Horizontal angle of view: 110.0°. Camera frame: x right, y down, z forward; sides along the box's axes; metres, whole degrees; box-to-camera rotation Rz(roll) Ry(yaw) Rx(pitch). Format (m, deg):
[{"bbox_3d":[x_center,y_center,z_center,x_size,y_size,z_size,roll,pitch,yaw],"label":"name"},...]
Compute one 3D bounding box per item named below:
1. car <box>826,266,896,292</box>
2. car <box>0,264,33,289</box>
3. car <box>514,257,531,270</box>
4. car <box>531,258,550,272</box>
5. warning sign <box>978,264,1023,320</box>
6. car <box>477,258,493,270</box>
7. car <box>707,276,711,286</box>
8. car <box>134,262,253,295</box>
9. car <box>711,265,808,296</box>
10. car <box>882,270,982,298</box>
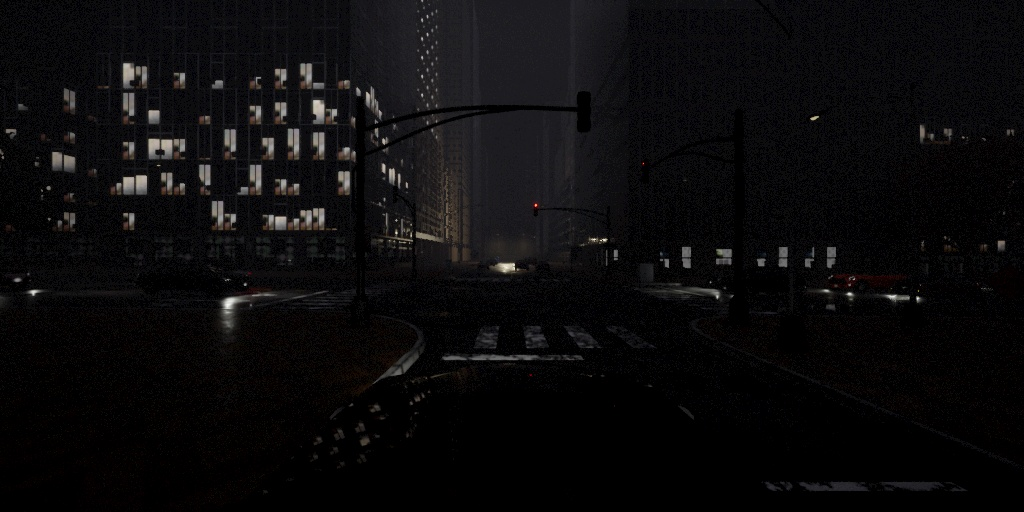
[{"bbox_3d":[25.217,1.580,25.526,4.553,1.767,2.097,1,0,-3],"label":"car"},{"bbox_3d":[-25.296,0.802,16.457,4.902,1.511,2.128,1,0,-3],"label":"car"},{"bbox_3d":[1.354,1.238,51.581,1.882,1.535,5.008,0,0,0],"label":"car"},{"bbox_3d":[3.905,1.329,46.238,1.948,1.339,4.313,0,0,0],"label":"car"},{"bbox_3d":[17.269,1.204,12.442,1.060,1.860,1.300,0,0,-3],"label":"warning sign"},{"bbox_3d":[-4.051,1.342,51.726,1.802,1.307,4.207,0,0,0],"label":"car"},{"bbox_3d":[16.175,1.591,25.104,4.674,1.442,1.812,1,0,-3],"label":"car"},{"bbox_3d":[-14.958,1.026,16.940,4.674,1.442,1.812,1,0,-1],"label":"car"},{"bbox_3d":[15.131,1.399,21.802,4.553,1.767,2.097,1,0,-3],"label":"car"},{"bbox_3d":[26.304,1.812,22.325,4.181,1.385,1.994,1,0,-3],"label":"car"}]
